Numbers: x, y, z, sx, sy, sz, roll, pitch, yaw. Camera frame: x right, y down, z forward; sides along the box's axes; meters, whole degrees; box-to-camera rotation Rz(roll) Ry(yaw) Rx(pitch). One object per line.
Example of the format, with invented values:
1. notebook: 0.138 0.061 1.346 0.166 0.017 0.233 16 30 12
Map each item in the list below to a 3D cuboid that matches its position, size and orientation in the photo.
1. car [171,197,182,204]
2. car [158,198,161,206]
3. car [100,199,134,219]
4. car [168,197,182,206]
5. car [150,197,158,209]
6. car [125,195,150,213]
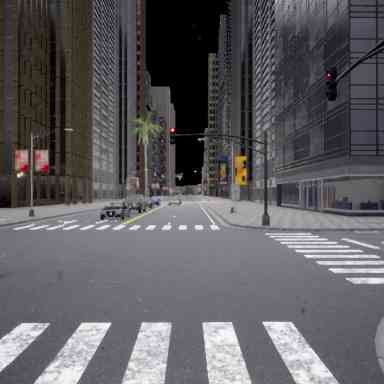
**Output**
1. car: -3.255 1.788 69.742 1.994 1.385 4.181 0 0 0
2. car: -6.635 1.652 58.567 1.882 1.535 5.008 0 0 0
3. car: -6.642 1.627 29.175 1.994 1.385 4.181 0 0 0
4. car: -3.241 1.781 59.847 1.895 1.301 4.718 0 0 0
5. car: -6.664 1.482 48.428 2.097 1.767 4.553 0 0 0
6. car: -6.657 1.314 38.499 2.150 2.045 5.566 0 0 0
